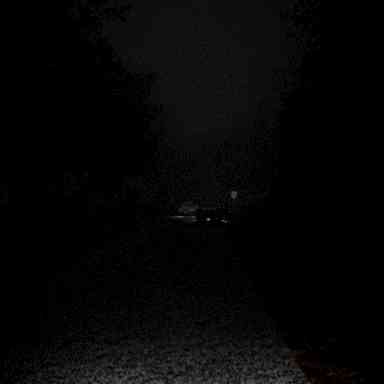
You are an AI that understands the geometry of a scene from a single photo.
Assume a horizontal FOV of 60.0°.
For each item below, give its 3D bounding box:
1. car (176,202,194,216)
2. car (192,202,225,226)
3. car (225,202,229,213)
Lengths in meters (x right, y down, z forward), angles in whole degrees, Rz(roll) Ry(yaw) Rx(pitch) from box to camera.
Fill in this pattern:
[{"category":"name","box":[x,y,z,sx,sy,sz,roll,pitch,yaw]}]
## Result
[{"category":"car","box":[-0.339,1.804,35.659,1.812,1.442,4.674,0,-1,8]},{"category":"car","box":[1.308,1.665,24.366,1.812,1.442,4.674,0,-1,5]},{"category":"car","box":[3.722,1.985,42.771,2.033,1.411,5.357,0,-1,10]}]
